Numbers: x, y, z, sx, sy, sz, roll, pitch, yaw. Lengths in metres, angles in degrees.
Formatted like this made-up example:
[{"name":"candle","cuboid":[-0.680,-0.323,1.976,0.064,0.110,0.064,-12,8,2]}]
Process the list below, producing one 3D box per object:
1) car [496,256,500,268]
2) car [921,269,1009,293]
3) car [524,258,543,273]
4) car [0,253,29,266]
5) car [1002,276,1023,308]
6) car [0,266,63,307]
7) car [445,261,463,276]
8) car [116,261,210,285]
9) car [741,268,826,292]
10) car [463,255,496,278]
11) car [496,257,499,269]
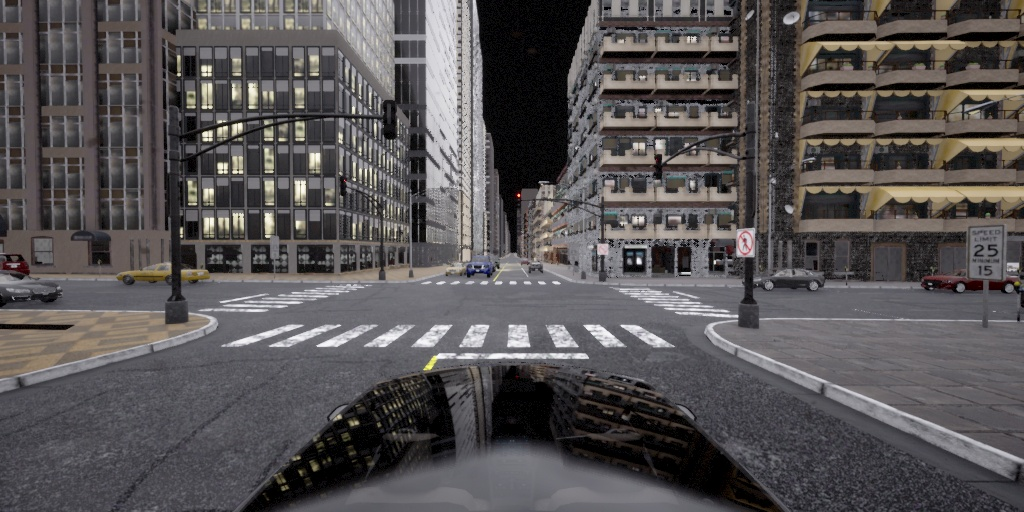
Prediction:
[{"name":"car","cuboid":[-3.004,0.955,55.385,2.150,2.045,5.566,0,0,0]},{"name":"car","cuboid":[27.406,1.461,21.540,4.507,1.381,1.888,0,0,1]},{"name":"car","cuboid":[2.755,1.287,42.207,2.007,1.370,4.403,0,0,0]},{"name":"car","cuboid":[-33.581,0.711,22.498,5.009,1.841,2.192,0,0,1]},{"name":"car","cuboid":[21.734,1.576,13.249,4.313,1.339,1.948,0,0,1]},{"name":"car","cuboid":[-20.267,1.203,13.938,4.403,1.370,2.007,0,0,1]},{"name":"car","cuboid":[-5.635,1.264,36.396,1.751,1.417,4.829,0,0,0]},{"name":"car","cuboid":[-21.634,1.028,22.274,4.829,1.417,1.751,0,0,1]},{"name":"car","cuboid":[16.340,1.375,21.714,4.403,1.370,2.007,0,0,1]},{"name":"car","cuboid":[-3.047,0.961,34.698,2.150,2.045,5.566,0,0,0]},{"name":"car","cuboid":[-3.024,1.214,44.829,1.882,1.535,5.008,0,0,0]}]
